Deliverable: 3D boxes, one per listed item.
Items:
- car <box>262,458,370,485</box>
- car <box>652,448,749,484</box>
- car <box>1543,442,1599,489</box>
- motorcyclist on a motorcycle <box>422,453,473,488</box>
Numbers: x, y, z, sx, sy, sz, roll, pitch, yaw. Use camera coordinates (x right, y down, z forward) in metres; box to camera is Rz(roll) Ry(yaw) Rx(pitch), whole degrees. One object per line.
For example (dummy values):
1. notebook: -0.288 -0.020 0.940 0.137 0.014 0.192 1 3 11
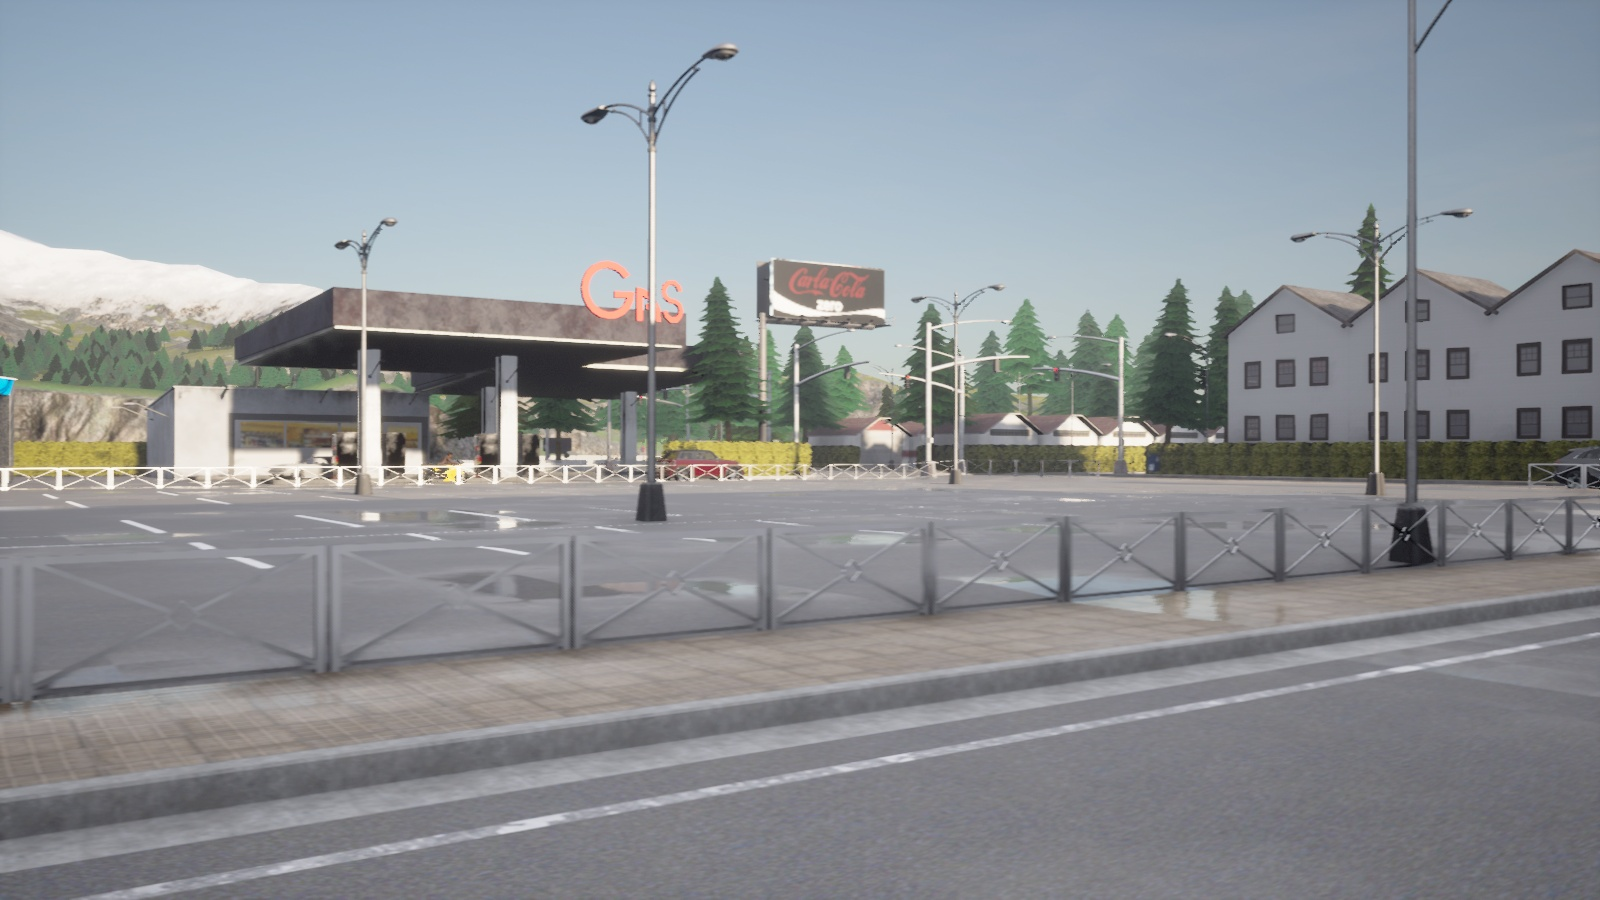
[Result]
1. car: -24.297 1.067 63.207 1.895 1.301 4.718 0 0 41
2. car: -5.080 0.787 64.310 4.553 1.767 2.097 0 0 -35
3. car: 29.153 0.545 44.076 2.033 1.649 4.856 0 0 -35
4. motorcyclist on a motorcycle: -15.954 0.915 56.833 2.044 1.523 0.797 0 0 -35
